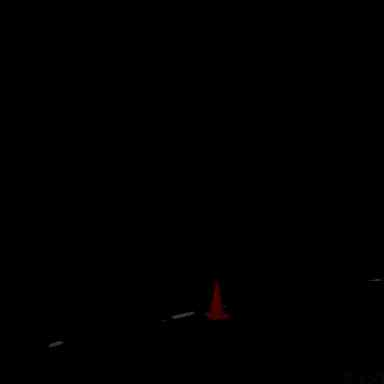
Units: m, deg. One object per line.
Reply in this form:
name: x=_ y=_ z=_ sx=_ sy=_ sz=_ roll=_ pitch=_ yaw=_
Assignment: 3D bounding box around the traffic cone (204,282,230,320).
traffic cone: x=0.450 y=1.901 z=5.901 sx=0.340 sy=0.580 sz=0.340 roll=0 pitch=1 yaw=-30
